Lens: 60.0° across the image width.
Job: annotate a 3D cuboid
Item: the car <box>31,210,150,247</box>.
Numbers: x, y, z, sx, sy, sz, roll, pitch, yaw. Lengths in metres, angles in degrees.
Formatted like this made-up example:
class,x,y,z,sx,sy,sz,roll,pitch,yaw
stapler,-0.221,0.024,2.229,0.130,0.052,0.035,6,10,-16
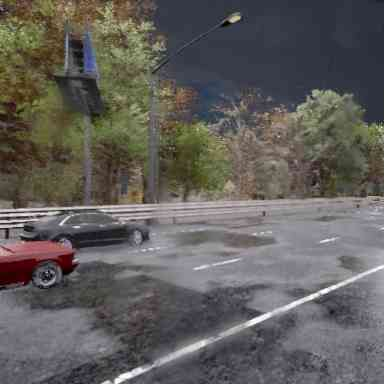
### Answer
class,x,y,z,sx,sy,sz,roll,pitch,yaw
car,-3.911,1.455,12.856,4.892,1.490,1.837,0,0,-42

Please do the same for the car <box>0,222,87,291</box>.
class,x,y,z,sx,sy,sz,roll,pitch,yaw
car,-4.997,1.574,7.159,4.718,1.301,1.895,0,0,-42
